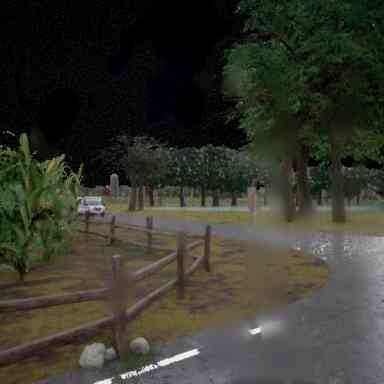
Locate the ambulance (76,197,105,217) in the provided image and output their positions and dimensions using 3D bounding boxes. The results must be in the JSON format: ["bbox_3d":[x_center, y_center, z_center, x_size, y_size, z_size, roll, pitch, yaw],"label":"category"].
[{"bbox_3d":[-12.954,1.841,42.056,2.351,2.431,6.366,1,-2,-35],"label":"ambulance"}]
